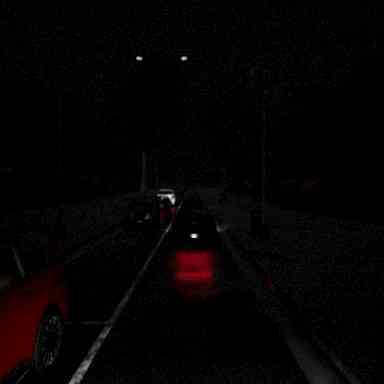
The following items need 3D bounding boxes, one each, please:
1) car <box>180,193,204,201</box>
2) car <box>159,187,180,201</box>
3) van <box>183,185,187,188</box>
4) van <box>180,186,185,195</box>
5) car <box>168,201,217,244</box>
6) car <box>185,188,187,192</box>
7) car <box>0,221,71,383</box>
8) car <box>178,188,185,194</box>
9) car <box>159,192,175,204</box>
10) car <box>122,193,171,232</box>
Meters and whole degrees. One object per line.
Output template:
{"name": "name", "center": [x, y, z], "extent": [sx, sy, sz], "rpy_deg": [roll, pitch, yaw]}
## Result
{"name": "car", "center": [0.080, 1.136, 31.700], "extent": [1.837, 1.490, 4.892], "rpy_deg": [0, 1, 0]}
{"name": "car", "center": [-2.998, 0.681, 40.331], "extent": [2.150, 2.045, 5.566], "rpy_deg": [0, 1, 0]}
{"name": "van", "center": [-2.658, -0.165, 74.773], "extent": [1.690, 1.788, 3.998], "rpy_deg": [1, 2, 0]}
{"name": "van", "center": [-2.657, 0.197, 63.689], "extent": [1.690, 1.788, 3.998], "rpy_deg": [0, 2, 0]}
{"name": "car", "center": [0.085, 1.400, 15.277], "extent": [1.837, 1.490, 4.892], "rpy_deg": [0, 1, 0]}
{"name": "car", "center": [-2.659, 0.232, 69.238], "extent": [2.008, 1.369, 4.403], "rpy_deg": [1, 2, 0]}
{"name": "car", "center": [-2.657, 1.307, 2.702], "extent": [2.192, 1.841, 5.009], "rpy_deg": [-1, 0, 0]}
{"name": "car", "center": [-2.661, -0.335, 85.859], "extent": [1.802, 1.307, 4.206], "rpy_deg": [1, 2, 0]}
{"name": "car", "center": [-3.029, 1.076, 33.308], "extent": [1.882, 1.535, 5.008], "rpy_deg": [0, 1, 0]}
{"name": "car", "center": [-2.656, 1.157, 19.337], "extent": [2.192, 1.841, 5.009], "rpy_deg": [-1, 1, 0]}
